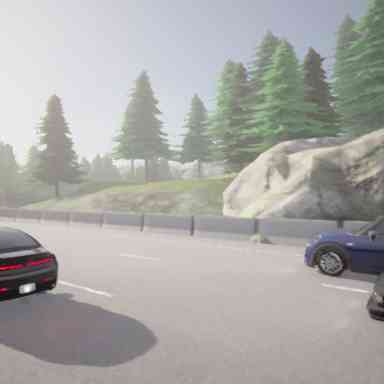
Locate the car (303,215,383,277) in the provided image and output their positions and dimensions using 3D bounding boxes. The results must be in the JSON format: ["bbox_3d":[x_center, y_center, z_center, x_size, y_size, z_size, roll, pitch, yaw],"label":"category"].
[{"bbox_3d":[5.373,1.354,8.757,4.553,1.767,2.097,0,0,35],"label":"car"}]

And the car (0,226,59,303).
[{"bbox_3d":[-5.018,1.534,7.569,4.892,1.490,1.837,0,0,35],"label":"car"}]

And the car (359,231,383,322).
[{"bbox_3d":[5.404,1.547,4.436,5.357,1.411,2.033,0,0,35],"label":"car"}]
